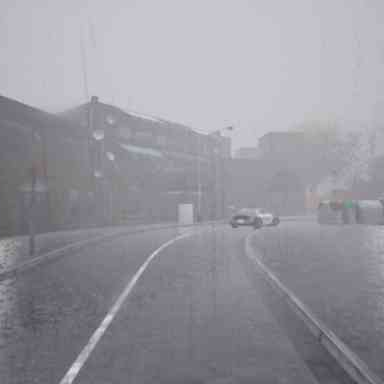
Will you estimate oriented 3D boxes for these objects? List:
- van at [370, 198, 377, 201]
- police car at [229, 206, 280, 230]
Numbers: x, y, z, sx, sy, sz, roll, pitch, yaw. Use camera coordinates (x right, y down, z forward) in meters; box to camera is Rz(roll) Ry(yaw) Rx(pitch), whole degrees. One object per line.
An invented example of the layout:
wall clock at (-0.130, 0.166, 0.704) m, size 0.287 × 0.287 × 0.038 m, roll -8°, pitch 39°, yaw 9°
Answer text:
van at (23.744, 1.648, 40.244) m, size 1.878 × 1.987 × 4.442 m, roll -3°, pitch -2°, yaw -12°
police car at (4.578, 1.810, 23.656) m, size 2.038 × 1.542 × 4.974 m, roll -1°, pitch -3°, yaw 35°
